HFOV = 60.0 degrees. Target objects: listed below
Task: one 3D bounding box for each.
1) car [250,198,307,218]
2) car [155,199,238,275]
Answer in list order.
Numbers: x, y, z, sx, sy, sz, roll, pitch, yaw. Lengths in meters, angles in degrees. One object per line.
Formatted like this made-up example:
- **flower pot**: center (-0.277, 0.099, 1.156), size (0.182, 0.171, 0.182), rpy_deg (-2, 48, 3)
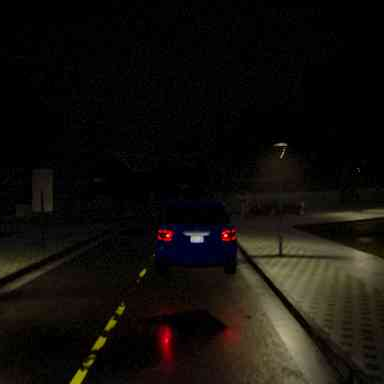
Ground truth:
- **car**: center (7.243, 1.220, 27.565), size (5.008, 1.535, 1.882), rpy_deg (-2, 1, -23)
- **car**: center (0.104, 1.238, 10.616), size (2.150, 2.045, 5.566), rpy_deg (0, 0, 0)
